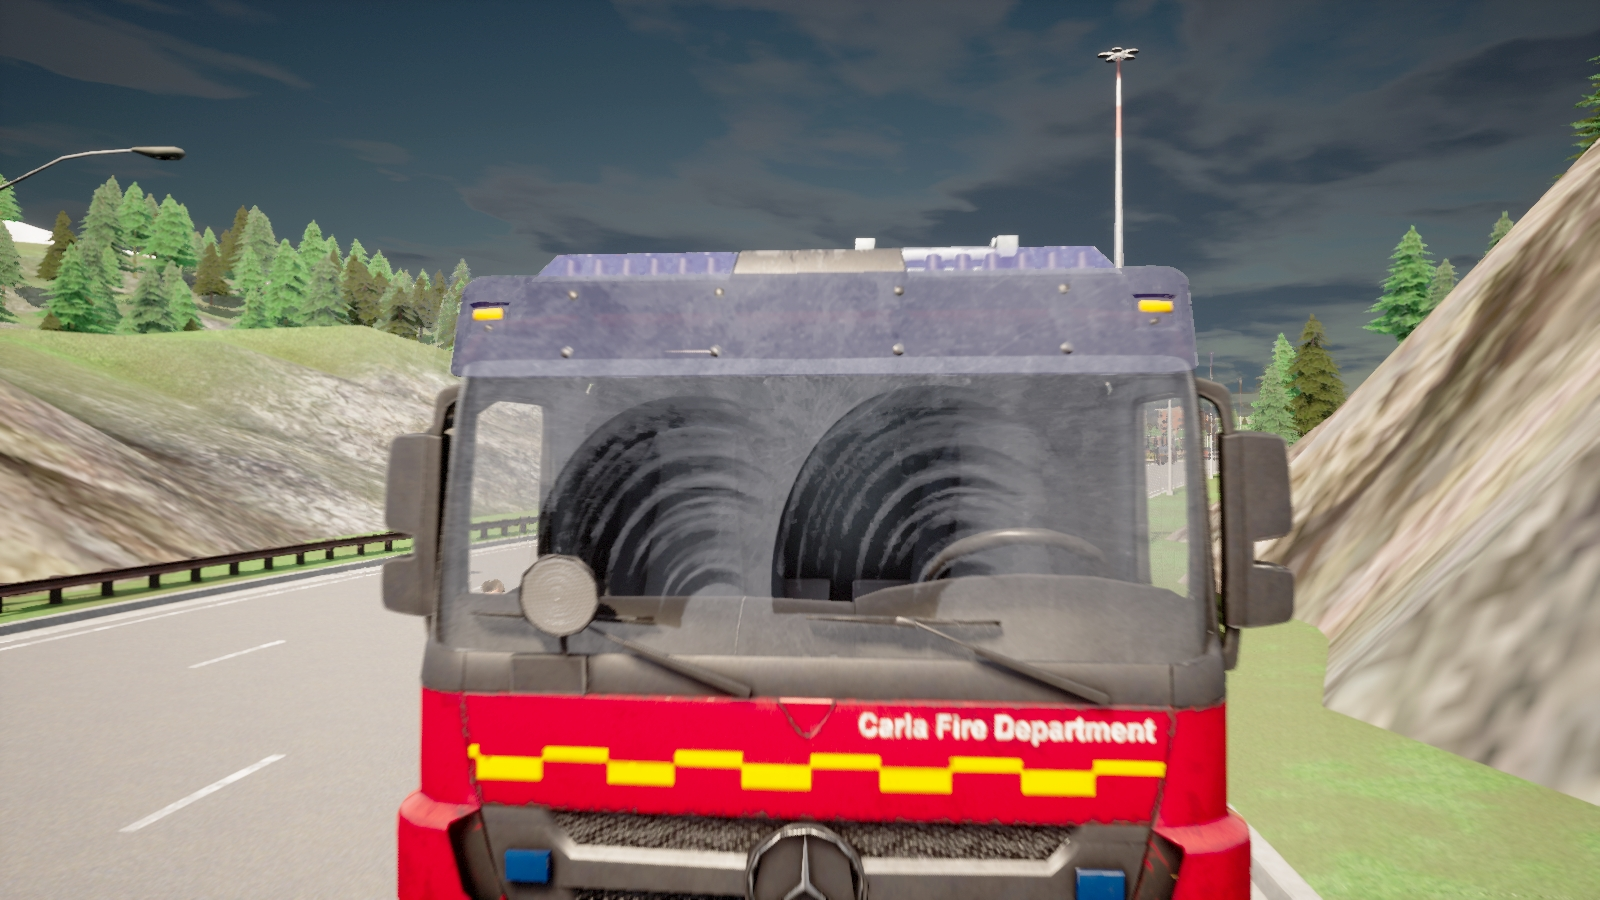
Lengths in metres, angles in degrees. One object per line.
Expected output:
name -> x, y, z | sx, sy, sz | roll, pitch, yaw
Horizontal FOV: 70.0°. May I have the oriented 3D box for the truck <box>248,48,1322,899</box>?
truck -> 0.300, 0.890, 7.272 | 2.891, 3.827, 8.468 | 0, 0, 5
